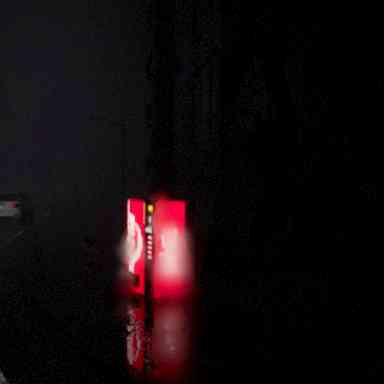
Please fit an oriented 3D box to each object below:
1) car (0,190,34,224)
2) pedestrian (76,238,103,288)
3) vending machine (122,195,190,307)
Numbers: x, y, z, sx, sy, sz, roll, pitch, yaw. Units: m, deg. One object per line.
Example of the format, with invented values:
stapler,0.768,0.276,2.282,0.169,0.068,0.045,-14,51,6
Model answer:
car,-11.683,0.901,21.402,2.150,2.045,5.566,1,1,-18
pedestrian,-2.121,1.437,7.003,0.500,1.100,0.500,0,1,-36
vending machine,-0.767,1.127,6.996,1.100,2.100,0.880,0,1,-38
